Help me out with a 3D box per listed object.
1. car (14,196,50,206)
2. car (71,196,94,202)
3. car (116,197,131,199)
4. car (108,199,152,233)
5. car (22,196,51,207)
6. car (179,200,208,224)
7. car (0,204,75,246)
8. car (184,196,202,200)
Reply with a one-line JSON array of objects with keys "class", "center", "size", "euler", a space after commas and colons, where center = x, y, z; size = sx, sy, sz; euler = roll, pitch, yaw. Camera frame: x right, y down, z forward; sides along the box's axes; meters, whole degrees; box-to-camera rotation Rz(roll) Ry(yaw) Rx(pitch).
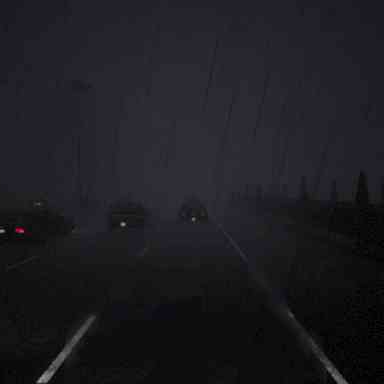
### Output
[{"class": "car", "center": [-17.584, 1.268, 36.370], "size": [1.837, 1.490, 4.892], "euler": [0, 0, 0]}, {"class": "car", "center": [-14.050, 1.268, 42.910], "size": [2.033, 1.411, 5.357], "euler": [0, 0, 0]}, {"class": "car", "center": [-6.898, 1.257, 33.872], "size": [1.882, 1.535, 5.008], "euler": [0, 0, 0]}, {"class": "car", "center": [-3.399, 1.368, 18.866], "size": [2.128, 1.511, 4.902], "euler": [0, 0, 0]}, {"class": "car", "center": [-21.035, 1.271, 45.102], "size": [1.994, 1.385, 4.181], "euler": [0, 0, 0]}, {"class": "car", "center": [0.101, 1.448, 23.420], "size": [1.895, 1.301, 4.718], "euler": [0, 0, 0]}, {"class": "car", "center": [-6.899, 1.452, 14.605], "size": [2.033, 1.411, 5.357], "euler": [0, 0, 0]}, {"class": "car", "center": [0.103, 1.238, 41.064], "size": [1.837, 1.490, 4.892], "euler": [0, 0, 0]}]
